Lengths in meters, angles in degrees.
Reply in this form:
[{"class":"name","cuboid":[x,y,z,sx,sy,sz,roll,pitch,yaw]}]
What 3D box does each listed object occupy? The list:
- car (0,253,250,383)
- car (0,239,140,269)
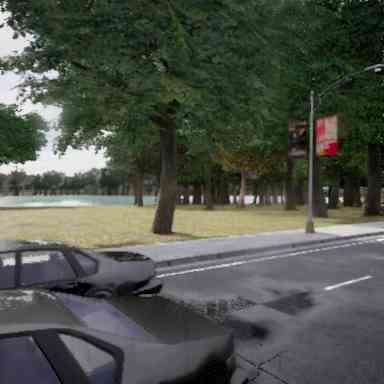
[{"class":"car","cuboid":[-2.035,1.545,2.238,5.357,1.411,2.033,0,0,-35]},{"class":"car","cuboid":[-3.111,1.548,5.458,5.357,1.411,2.033,0,0,-35]}]
